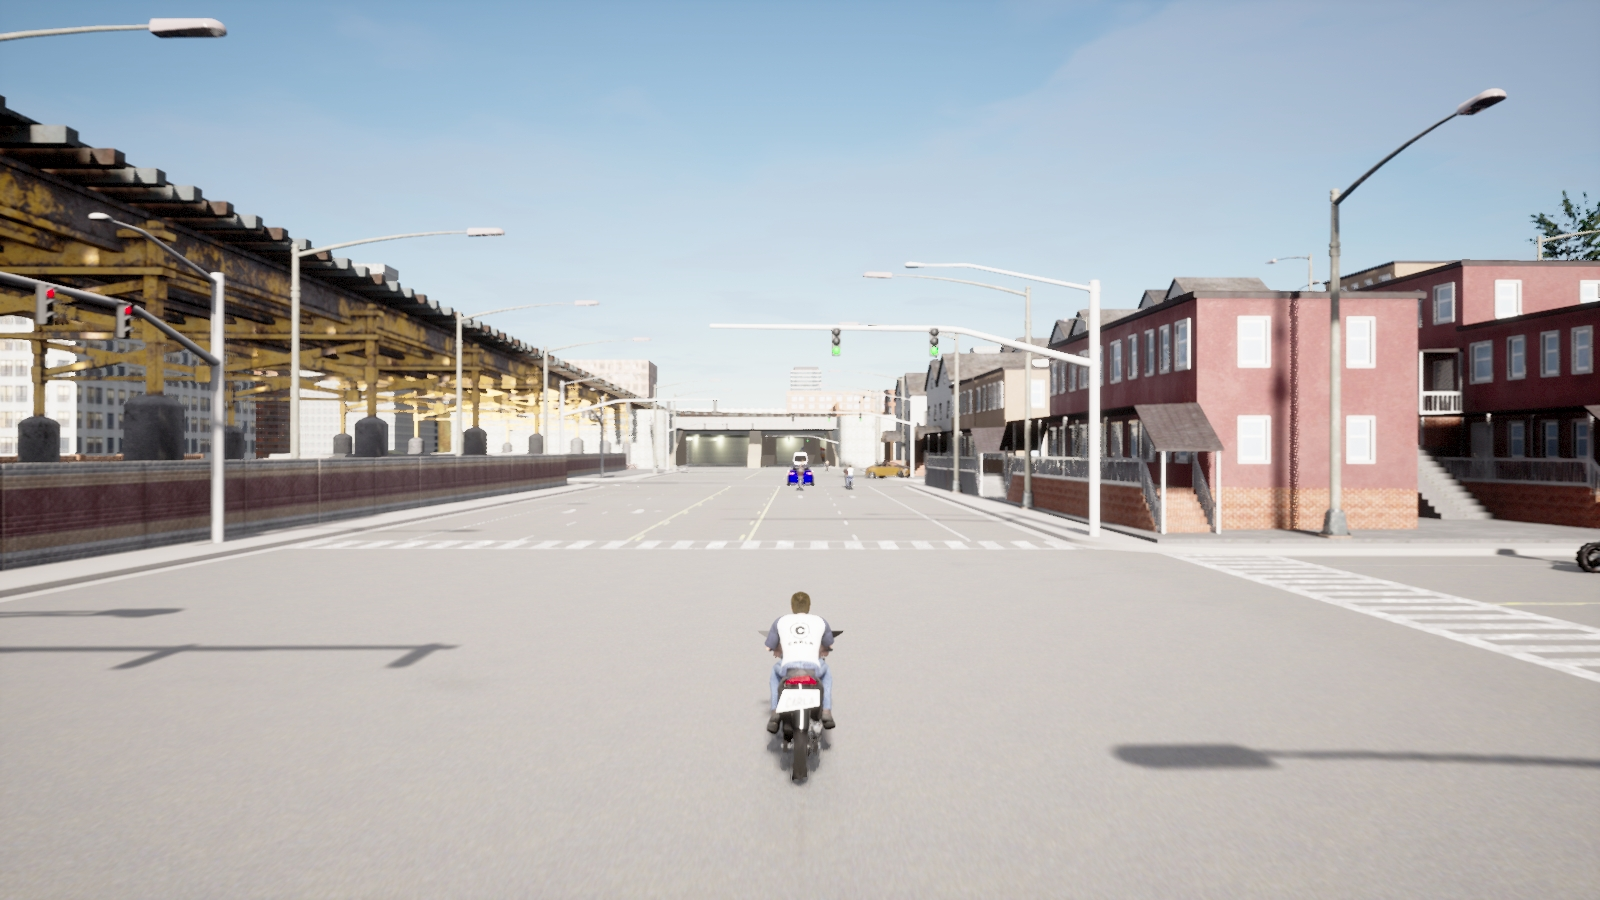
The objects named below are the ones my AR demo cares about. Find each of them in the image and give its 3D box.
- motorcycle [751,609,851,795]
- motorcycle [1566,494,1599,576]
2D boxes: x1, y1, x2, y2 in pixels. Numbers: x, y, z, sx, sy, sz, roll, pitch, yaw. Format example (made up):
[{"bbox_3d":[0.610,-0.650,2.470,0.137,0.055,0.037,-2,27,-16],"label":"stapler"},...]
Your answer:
[{"bbox_3d":[0.008,2.178,10.260,0.803,1.224,2.033,0,0,0],"label":"motorcycle"},{"bbox_3d":[18.901,1.917,26.034,2.356,1.802,0.764,0,0,0],"label":"motorcycle"}]
